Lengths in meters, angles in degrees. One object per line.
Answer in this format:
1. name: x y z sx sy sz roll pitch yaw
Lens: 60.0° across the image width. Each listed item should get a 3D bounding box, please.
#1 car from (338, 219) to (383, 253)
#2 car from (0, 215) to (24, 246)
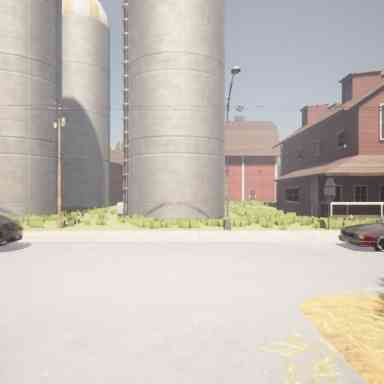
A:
1. car: 8.718 1.545 13.045 5.357 1.411 2.033 0 0 0
2. car: -9.239 1.504 13.028 4.892 1.490 1.837 0 0 0
